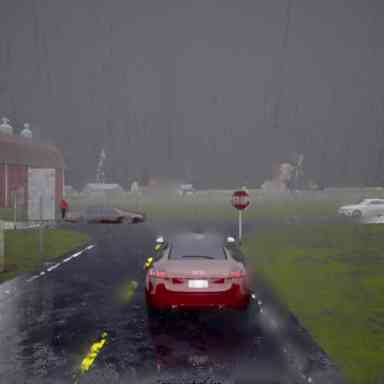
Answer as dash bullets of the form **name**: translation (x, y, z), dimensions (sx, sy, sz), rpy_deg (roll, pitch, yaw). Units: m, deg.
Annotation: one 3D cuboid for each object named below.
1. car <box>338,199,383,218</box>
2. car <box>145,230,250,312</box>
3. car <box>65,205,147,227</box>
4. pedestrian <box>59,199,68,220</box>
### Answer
- **car**: translation (13.996, 1.279, 26.232), dimensions (4.674, 1.442, 1.812), rpy_deg (-1, 0, -4)
- **car**: translation (0.091, 1.564, 7.782), dimensions (1.994, 1.385, 4.181), rpy_deg (0, 0, -1)
- **car**: translation (-5.884, 1.612, 22.983), dimensions (5.357, 1.411, 2.033), rpy_deg (-1, -1, 3)
- **pedestrian**: translation (-11.258, 1.487, 29.131), dimensions (0.375, 1.860, 0.375), rpy_deg (0, 0, 4)
